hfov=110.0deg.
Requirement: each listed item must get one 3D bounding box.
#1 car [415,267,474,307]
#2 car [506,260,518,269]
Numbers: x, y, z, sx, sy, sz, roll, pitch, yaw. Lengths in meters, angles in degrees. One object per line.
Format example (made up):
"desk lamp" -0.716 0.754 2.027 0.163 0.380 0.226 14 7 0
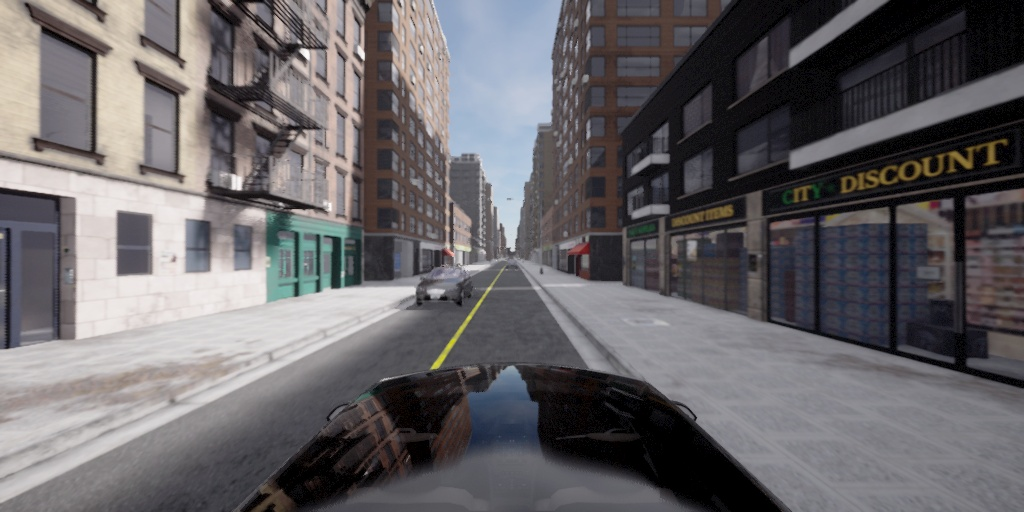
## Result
"car" -2.808 1.243 15.676 2.128 1.511 4.902 0 0 0
"car" -0.027 1.305 57.597 2.033 1.411 5.357 0 0 0
